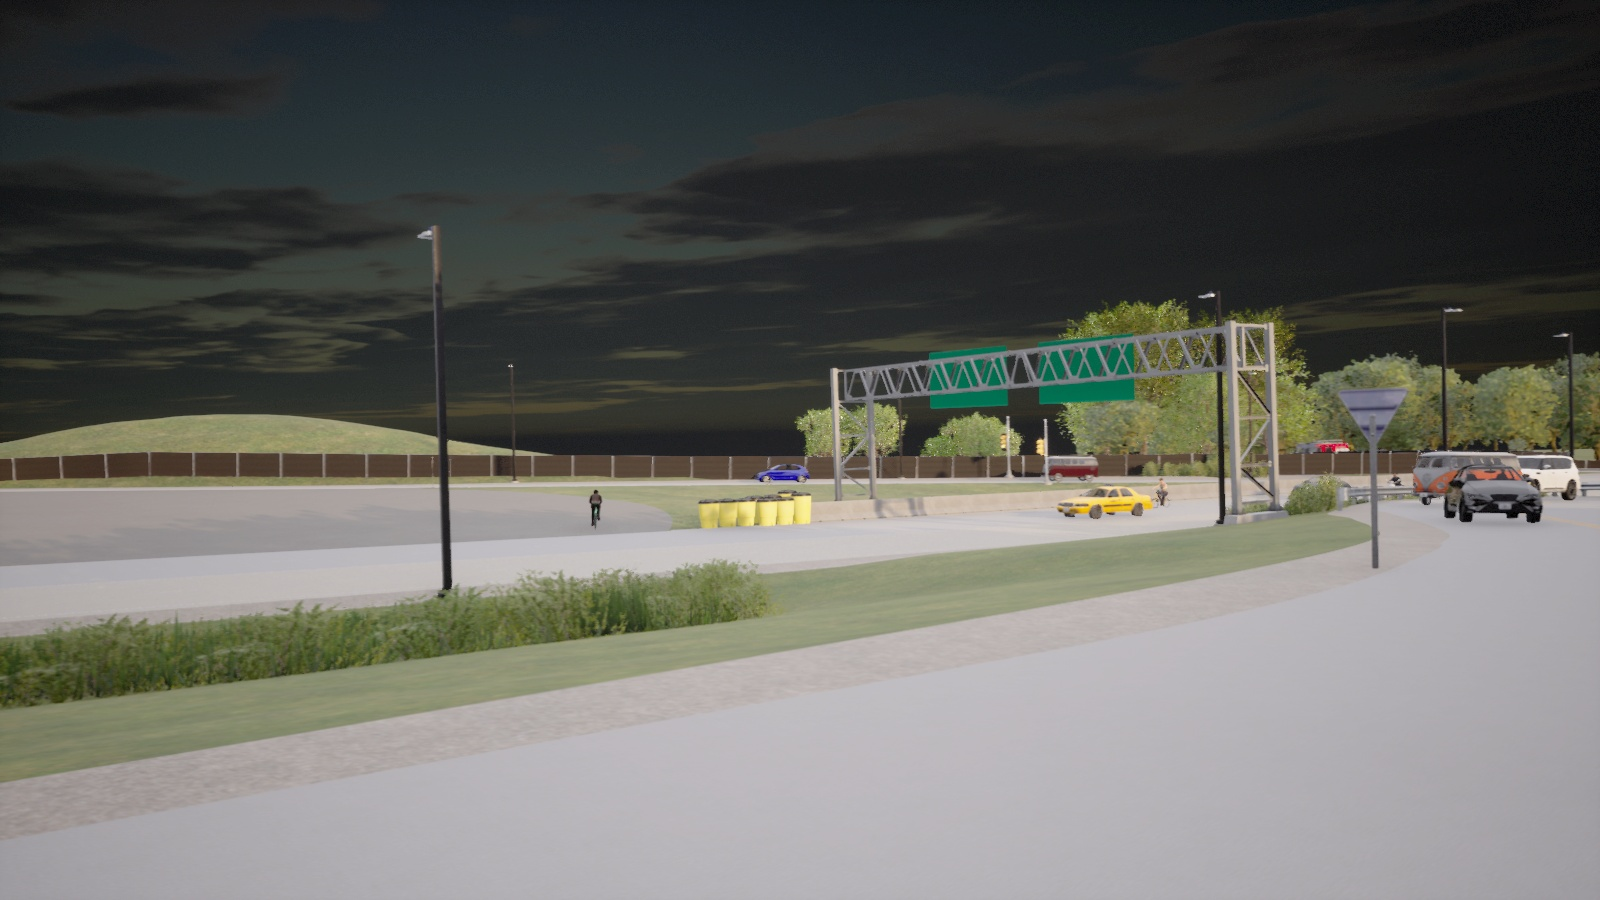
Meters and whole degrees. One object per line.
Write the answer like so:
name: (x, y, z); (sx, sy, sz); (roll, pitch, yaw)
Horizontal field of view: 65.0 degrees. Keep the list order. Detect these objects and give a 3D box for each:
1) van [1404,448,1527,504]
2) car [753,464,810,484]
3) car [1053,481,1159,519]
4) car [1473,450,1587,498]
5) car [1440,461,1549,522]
van: (24.479, 0.949, 46.180); (4.442, 1.987, 1.775); (0, -2, -27)
car: (-1.439, 1.818, 96.288); (4.193, 1.474, 1.816); (0, 1, -9)
car: (14.511, 2.314, 59.398); (5.366, 1.575, 1.801); (-1, 0, -36)
car: (32.757, 1.085, 56.269); (5.566, 2.045, 2.150); (1, -1, -33)
car: (17.900, 1.040, 32.532); (1.816, 1.474, 4.193); (-1, -1, 20)
